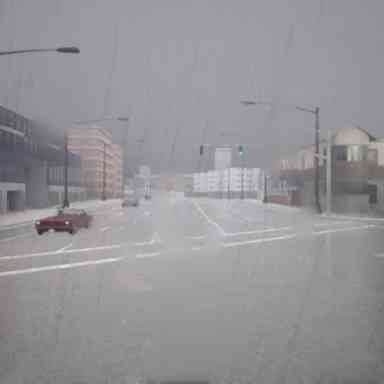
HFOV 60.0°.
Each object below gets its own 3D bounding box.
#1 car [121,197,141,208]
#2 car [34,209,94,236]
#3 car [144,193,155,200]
[{"bbox_3d":[-7.961,1.344,43.664,1.812,1.442,4.674,0,1,-2],"label":"car"},{"bbox_3d":[-7.078,1.629,18.836,1.895,1.301,4.718,0,0,-2],"label":"car"},{"bbox_3d":[-8.878,0.955,69.382,1.882,1.535,5.008,0,0,-2],"label":"car"}]
